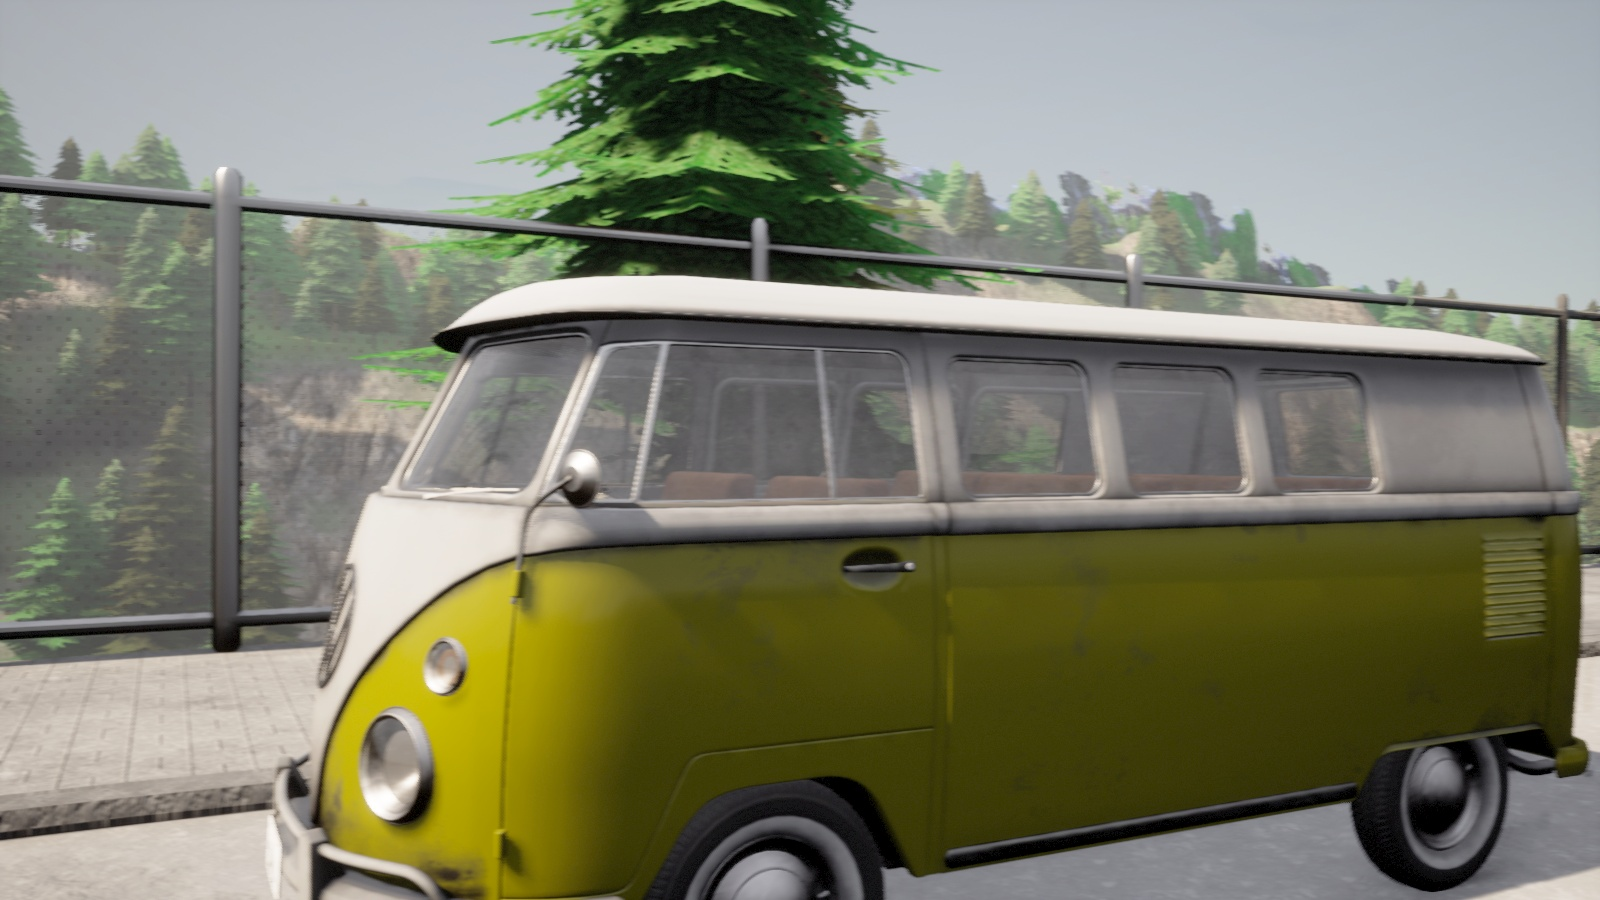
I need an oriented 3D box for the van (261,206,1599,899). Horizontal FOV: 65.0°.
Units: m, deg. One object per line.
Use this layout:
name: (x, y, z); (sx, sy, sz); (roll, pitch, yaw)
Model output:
van: (0.610, 0.499, 4.343); (4.442, 1.987, 1.775); (0, 0, -27)
